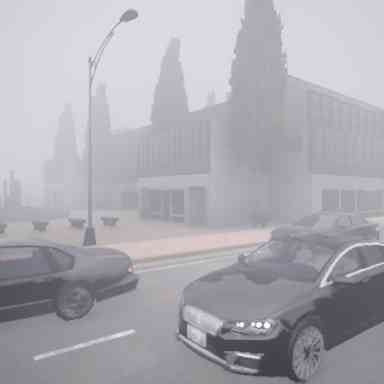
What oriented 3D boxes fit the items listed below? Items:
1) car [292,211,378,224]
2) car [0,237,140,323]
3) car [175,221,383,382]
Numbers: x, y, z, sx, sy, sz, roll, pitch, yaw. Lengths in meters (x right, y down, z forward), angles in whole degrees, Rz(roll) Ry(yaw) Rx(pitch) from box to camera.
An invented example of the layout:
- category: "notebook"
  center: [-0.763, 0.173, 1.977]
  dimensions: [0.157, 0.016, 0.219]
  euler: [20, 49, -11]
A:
- category: "car"
  center: [4.895, 1.470, 12.070]
  dimensions: [5.008, 1.535, 1.882]
  euler: [0, 0, -37]
- category: "car"
  center: [-3.632, 1.548, 5.798]
  dimensions: [5.357, 1.411, 2.033]
  euler: [0, 0, -34]
- category: "car"
  center: [2.012, 1.490, 5.526]
  dimensions: [4.902, 1.511, 2.128]
  euler: [0, 0, -37]
